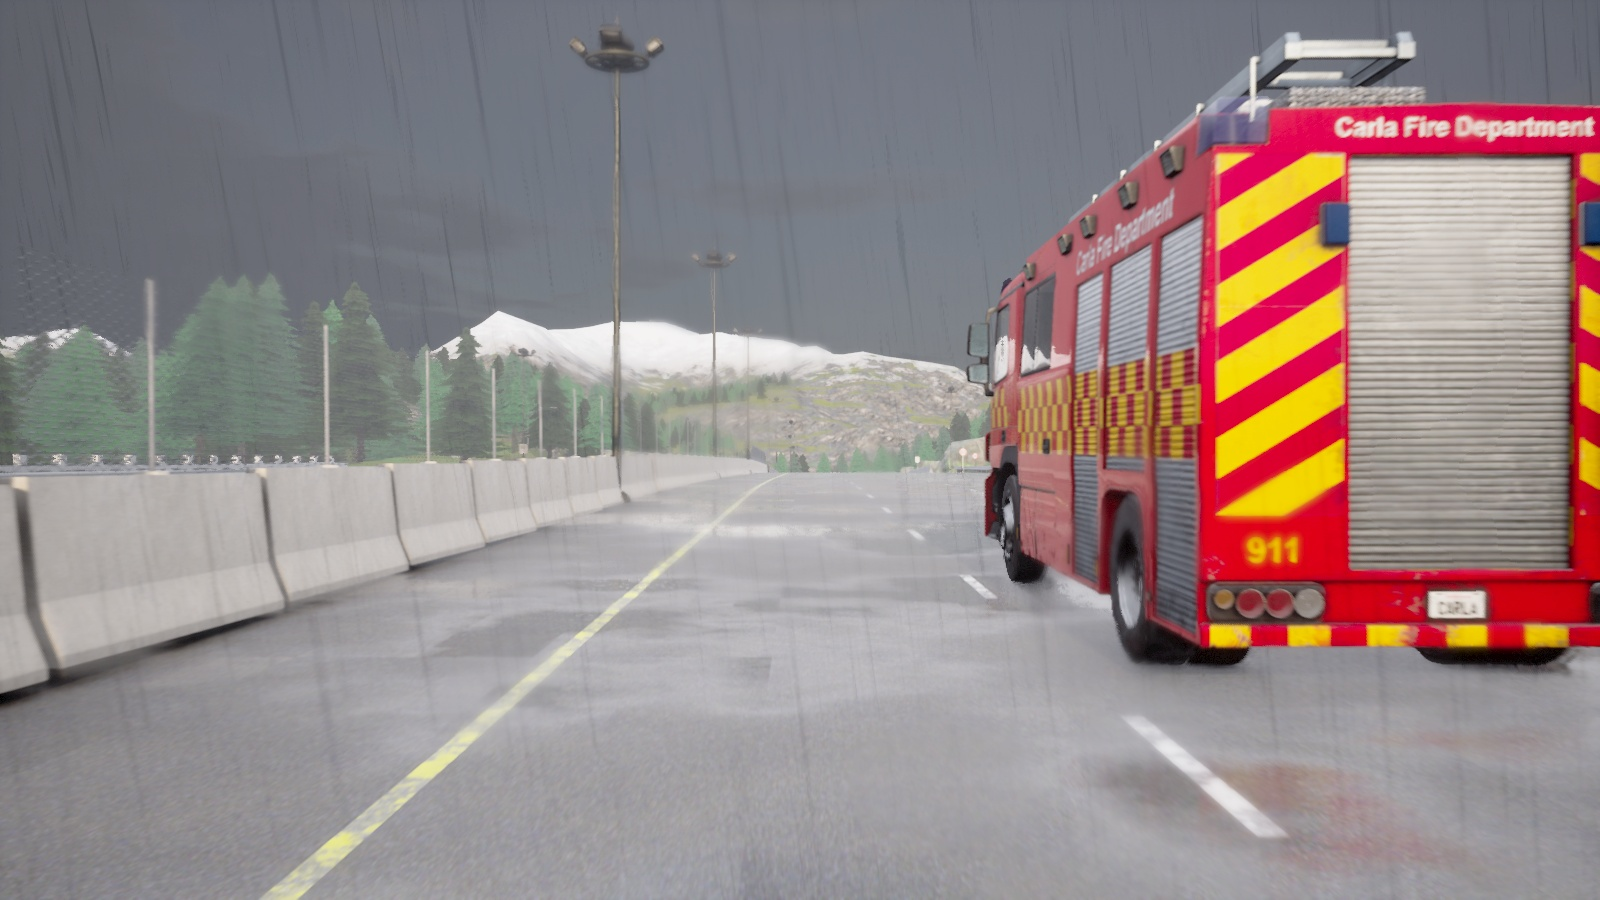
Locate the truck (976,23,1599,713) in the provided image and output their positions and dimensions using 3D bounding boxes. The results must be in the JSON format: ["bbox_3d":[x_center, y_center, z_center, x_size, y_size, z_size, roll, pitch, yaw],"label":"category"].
[{"bbox_3d":[3.585,-0.477,11.214,2.891,3.827,8.468,0,0,0],"label":"truck"}]
